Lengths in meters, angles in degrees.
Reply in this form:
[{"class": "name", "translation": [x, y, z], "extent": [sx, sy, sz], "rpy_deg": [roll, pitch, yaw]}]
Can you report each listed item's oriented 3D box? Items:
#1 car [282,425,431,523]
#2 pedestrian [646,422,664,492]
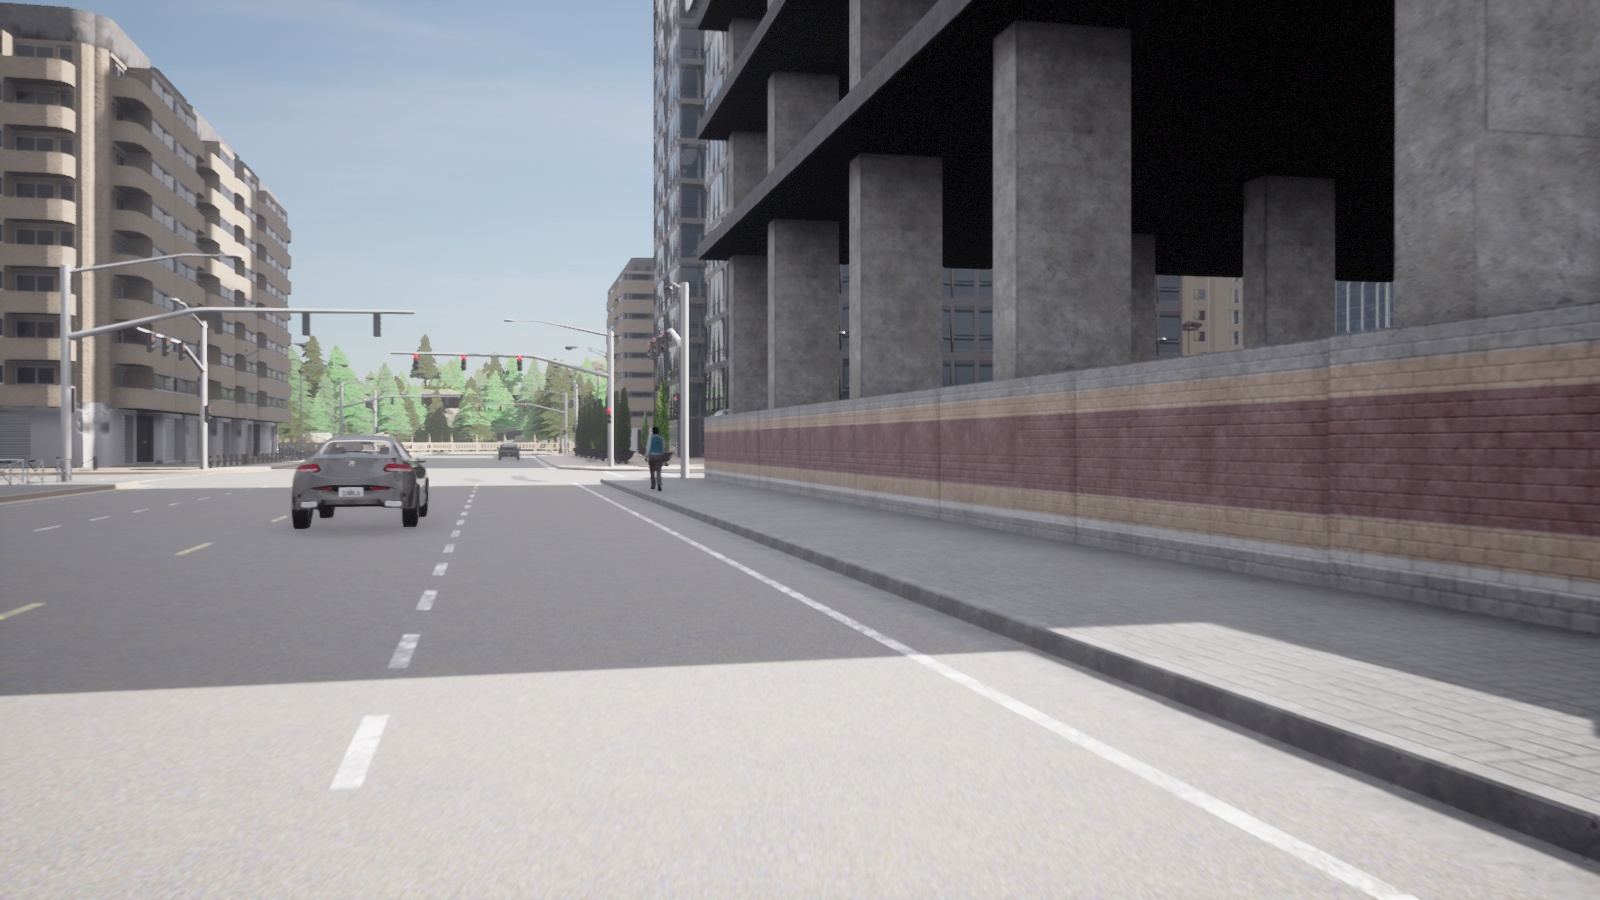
[{"class": "car", "translation": [-8.242, 0.384, 23.775], "extent": [2.152, 1.651, 5.027], "rpy_deg": [0, 0, -14]}, {"class": "pedestrian", "translation": [-4.030, 0.200, 34.888], "extent": [0.396, 1.930, 0.692], "rpy_deg": [0, 0, -15]}]
